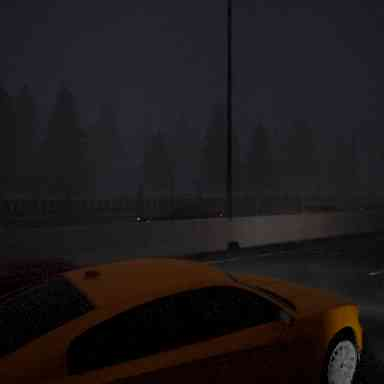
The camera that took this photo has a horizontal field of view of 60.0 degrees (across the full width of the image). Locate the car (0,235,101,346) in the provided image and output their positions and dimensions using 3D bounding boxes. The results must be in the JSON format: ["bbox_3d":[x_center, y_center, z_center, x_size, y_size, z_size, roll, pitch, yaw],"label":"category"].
[{"bbox_3d":[-4.035,1.579,5.090,4.718,1.301,1.895,0,0,-35],"label":"car"}]

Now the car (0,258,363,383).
[{"bbox_3d":[-0.213,1.469,3.442,5.008,1.535,1.882,0,0,-35],"label":"car"}]

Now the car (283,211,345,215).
[{"bbox_3d":[7.858,1.450,21.514,5.008,1.535,1.882,0,0,-33],"label":"car"}]

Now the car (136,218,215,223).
[{"bbox_3d":[-0.605,1.501,20.228,5.357,1.411,2.033,0,0,-33],"label":"car"}]
